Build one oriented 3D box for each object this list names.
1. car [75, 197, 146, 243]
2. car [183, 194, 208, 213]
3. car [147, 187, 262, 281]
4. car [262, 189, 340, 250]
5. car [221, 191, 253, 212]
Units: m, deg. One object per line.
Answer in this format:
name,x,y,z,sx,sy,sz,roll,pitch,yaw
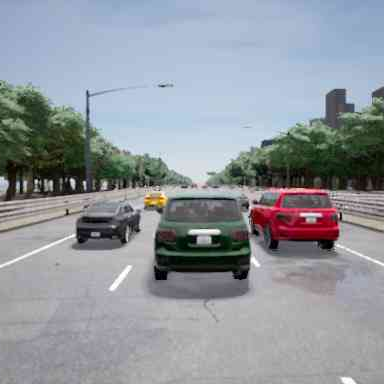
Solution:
car,-3.318,1.158,13.931,1.837,1.490,4.892,0,1,1
car,0.274,0.893,27.318,1.895,1.301,4.718,0,2,1
car,0.163,0.989,9.314,2.150,2.045,5.566,0,1,-2
car,3.676,0.902,12.874,2.150,2.045,5.566,0,1,1
car,3.790,0.737,28.979,2.128,1.511,4.902,0,2,1
